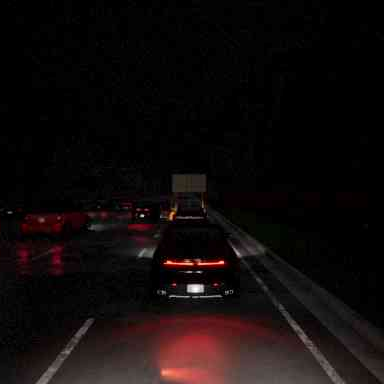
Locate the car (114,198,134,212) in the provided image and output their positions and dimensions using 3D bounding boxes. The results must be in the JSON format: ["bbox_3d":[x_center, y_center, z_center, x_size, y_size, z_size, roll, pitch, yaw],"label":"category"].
[{"bbox_3d":[-7.217,1.491,38.843,2.128,1.511,4.902,0,0,-1],"label":"car"}]

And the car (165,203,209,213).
[{"bbox_3d":[-0.067,1.488,18.851,2.128,1.511,4.902,0,0,1],"label":"car"}]

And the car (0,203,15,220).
[{"bbox_3d":[-14.119,1.564,27.824,1.994,1.385,4.181,0,0,0],"label":"car"}]

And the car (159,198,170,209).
[{"bbox_3d":[-3.745,1.526,41.643,1.812,1.442,4.674,0,0,-1],"label":"car"}]

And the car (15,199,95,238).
[{"bbox_3d":[-7.031,1.351,17.687,2.097,1.767,4.553,0,0,0],"label":"car"}]

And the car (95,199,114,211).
[{"bbox_3d":[-10.735,1.526,40.594,1.812,1.442,4.674,0,0,-1],"label":"car"}]

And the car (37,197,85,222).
[{"bbox_3d":[-10.616,1.355,27.339,2.097,1.767,4.553,0,0,0],"label":"car"}]

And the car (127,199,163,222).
[{"bbox_3d":[-3.605,1.502,26.458,1.837,1.490,4.892,0,-1,-1],"label":"car"}]

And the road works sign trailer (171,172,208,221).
[{"bbox_3d":[-0.187,0.464,22.721,2.380,3.560,2.880,0,0,-3],"label":"road works sign trailer"}]

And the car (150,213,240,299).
[{"bbox_3d":[0.047,1.505,8.463,1.837,1.490,4.892,0,0,0],"label":"car"}]
